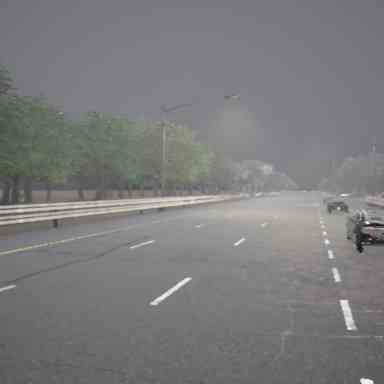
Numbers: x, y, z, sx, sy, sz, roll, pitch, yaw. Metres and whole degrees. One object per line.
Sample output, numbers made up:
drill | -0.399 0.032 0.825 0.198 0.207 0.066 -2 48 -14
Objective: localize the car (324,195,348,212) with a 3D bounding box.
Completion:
car | 15.105 1.353 34.588 1.837 1.490 4.892 1 0 20

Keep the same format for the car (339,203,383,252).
car | 7.308 1.426 13.190 2.128 1.511 4.902 1 1 20

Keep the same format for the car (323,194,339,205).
car | 21.967 1.186 52.490 2.128 1.511 4.902 1 0 25
